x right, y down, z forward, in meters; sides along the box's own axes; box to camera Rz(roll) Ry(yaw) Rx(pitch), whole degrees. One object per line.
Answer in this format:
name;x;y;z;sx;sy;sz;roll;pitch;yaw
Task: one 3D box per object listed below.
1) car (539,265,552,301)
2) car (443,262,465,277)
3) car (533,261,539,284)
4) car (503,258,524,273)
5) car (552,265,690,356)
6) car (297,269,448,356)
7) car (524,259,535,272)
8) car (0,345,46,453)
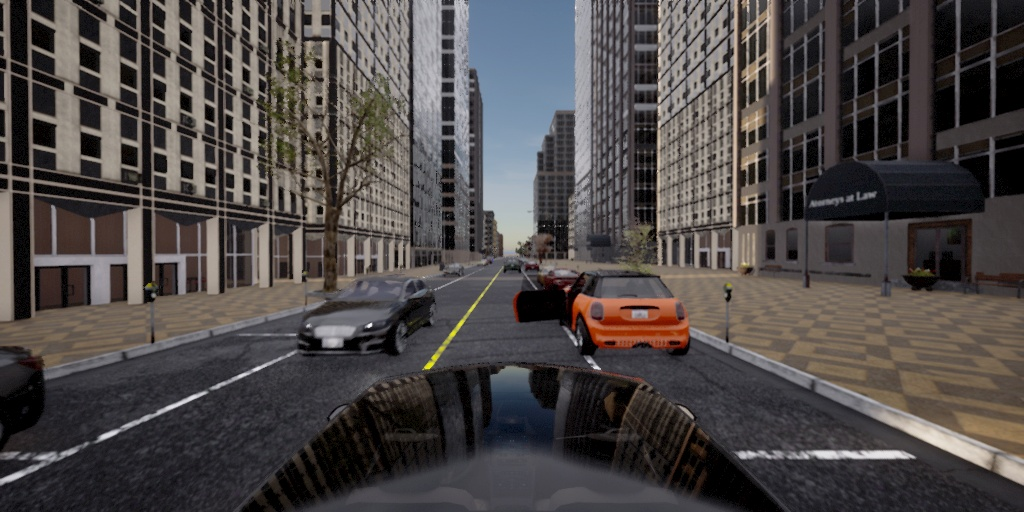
car;2.658;1.296;18.854;1.888;1.381;4.507;0;0;0
car;-5.754;1.302;35.756;2.007;1.370;4.403;0;0;0
car;2.648;1.276;24.667;1.751;1.417;4.829;0;0;0
car;0.020;1.103;44.240;2.097;1.767;4.553;0;0;-1
car;2.376;1.103;8.801;2.097;1.767;4.553;0;0;0
car;-3.112;1.243;8.672;2.128;1.511;4.902;0;0;0
car;2.606;1.295;47.069;1.888;1.381;4.507;0;0;0
car;-5.692;1.317;1.908;1.948;1.339;4.313;0;0;0
